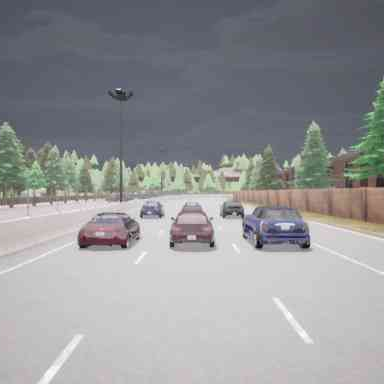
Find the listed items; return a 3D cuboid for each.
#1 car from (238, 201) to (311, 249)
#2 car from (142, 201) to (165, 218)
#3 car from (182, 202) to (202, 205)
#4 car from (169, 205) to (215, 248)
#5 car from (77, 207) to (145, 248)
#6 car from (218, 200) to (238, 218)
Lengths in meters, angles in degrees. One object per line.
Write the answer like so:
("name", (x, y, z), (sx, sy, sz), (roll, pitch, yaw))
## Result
("car", (3.500, 1.363, 14.620), (2.097, 1.767, 4.553), (0, 0, 0))
("car", (-3.500, 1.530, 29.650), (1.812, 1.442, 4.674), (0, 0, 0))
("car", (0.000, 1.570, 29.650), (1.994, 1.385, 4.181), (0, 0, 0))
("car", (0.000, 1.530, 14.650), (1.812, 1.442, 4.674), (0, 0, 0))
("car", (-3.500, 1.569, 14.650), (1.994, 1.385, 4.181), (0, 0, 0))
("car", (3.500, 1.514, 29.650), (1.837, 1.490, 4.892), (0, 0, 0))
